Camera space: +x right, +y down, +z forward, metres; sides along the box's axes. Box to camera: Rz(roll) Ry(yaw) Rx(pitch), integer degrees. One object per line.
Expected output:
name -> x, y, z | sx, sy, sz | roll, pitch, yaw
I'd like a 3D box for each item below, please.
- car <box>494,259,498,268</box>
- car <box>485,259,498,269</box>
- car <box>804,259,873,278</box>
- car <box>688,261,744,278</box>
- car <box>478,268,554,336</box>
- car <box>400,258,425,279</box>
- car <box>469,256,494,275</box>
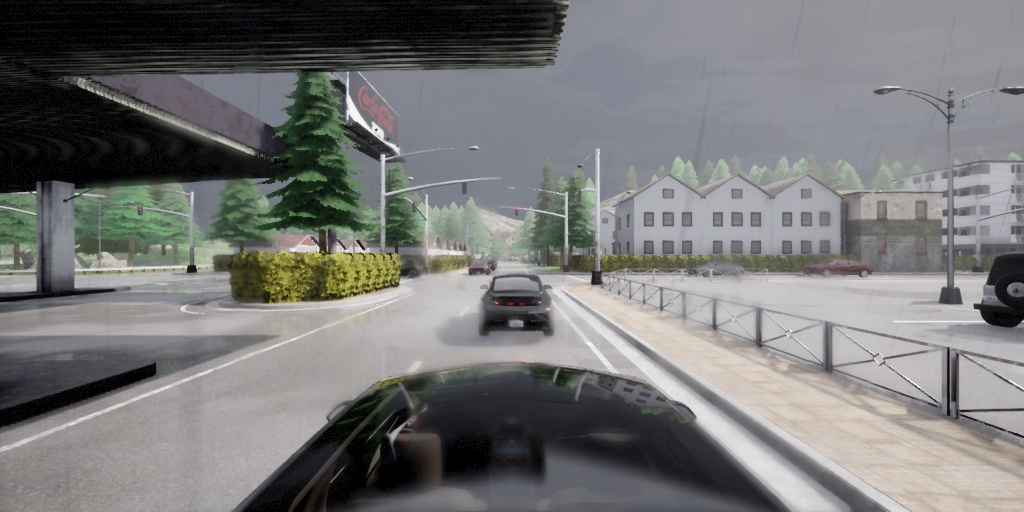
car -> -3.394, 0.971, 48.874 | 2.150, 2.045, 5.566 | 0, 0, 0
car -> -3.371, 1.255, 59.103 | 1.837, 1.490, 4.892 | 0, 0, 0
car -> 27.958, 1.036, 30.828 | 5.008, 1.535, 1.882 | 0, 0, 0
car -> 17.494, 1.122, 30.818 | 4.181, 1.385, 1.994 | 0, 0, 0
car -> 0.116, 1.255, 10.348 | 1.837, 1.490, 4.892 | 0, 0, 0
car -> -9.856, 0.973, 30.792 | 4.553, 1.767, 2.097 | 3, 0, 0
car -> -3.417, 1.102, 38.635 | 2.097, 1.767, 4.553 | 0, 0, 0
